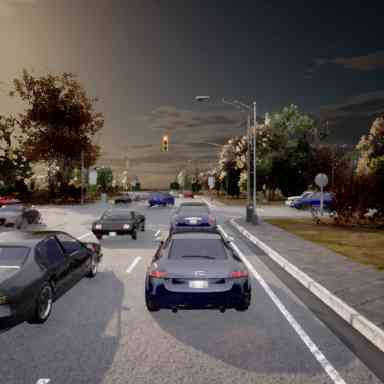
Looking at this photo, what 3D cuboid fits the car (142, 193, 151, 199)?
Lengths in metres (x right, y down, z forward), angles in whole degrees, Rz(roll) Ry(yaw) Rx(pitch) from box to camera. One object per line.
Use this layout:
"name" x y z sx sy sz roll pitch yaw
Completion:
"car" -11.162 0.900 81.497 1.812 1.442 4.674 0 1 -2

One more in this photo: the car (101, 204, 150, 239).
"car" -3.471 1.518 16.669 1.895 1.301 4.718 0 0 -1

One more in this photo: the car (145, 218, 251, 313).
"car" 0.084 1.541 7.712 1.994 1.385 4.181 0 0 -1

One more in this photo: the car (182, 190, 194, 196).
"car" -0.746 0.569 83.432 2.150 2.045 5.566 0 1 -4

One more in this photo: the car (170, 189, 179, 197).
"car" -5.050 0.268 93.798 2.150 2.045 5.566 0 1 -7

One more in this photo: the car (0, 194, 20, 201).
"car" -19.357 1.032 31.842 5.566 2.045 2.150 0 0 -6

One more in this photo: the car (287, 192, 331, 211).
"car" 14.033 0.995 37.407 5.566 2.045 2.150 0 0 -3

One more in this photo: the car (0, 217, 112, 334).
"car" -3.414 1.528 7.024 2.033 1.411 5.357 0 0 -1

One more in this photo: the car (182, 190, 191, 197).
"car" -1.559 0.396 94.080 2.097 1.767 4.553 0 1 -7

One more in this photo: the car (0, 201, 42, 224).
"car" -10.676 1.457 20.073 1.994 1.385 4.181 0 0 -5

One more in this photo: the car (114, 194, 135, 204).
"car" -10.772 1.271 52.161 1.895 1.301 4.718 0 0 0

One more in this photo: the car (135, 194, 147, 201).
"car" -10.820 1.098 71.219 1.895 1.301 4.718 0 1 -1

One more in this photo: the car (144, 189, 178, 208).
"car" -3.955 0.950 43.766 2.150 2.045 5.566 1 1 13

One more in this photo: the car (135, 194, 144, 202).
"car" -10.780 1.091 61.263 2.128 1.511 4.902 0 0 0

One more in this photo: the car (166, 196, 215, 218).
"car" 0.049 1.272 16.345 2.097 1.767 4.553 0 0 0
